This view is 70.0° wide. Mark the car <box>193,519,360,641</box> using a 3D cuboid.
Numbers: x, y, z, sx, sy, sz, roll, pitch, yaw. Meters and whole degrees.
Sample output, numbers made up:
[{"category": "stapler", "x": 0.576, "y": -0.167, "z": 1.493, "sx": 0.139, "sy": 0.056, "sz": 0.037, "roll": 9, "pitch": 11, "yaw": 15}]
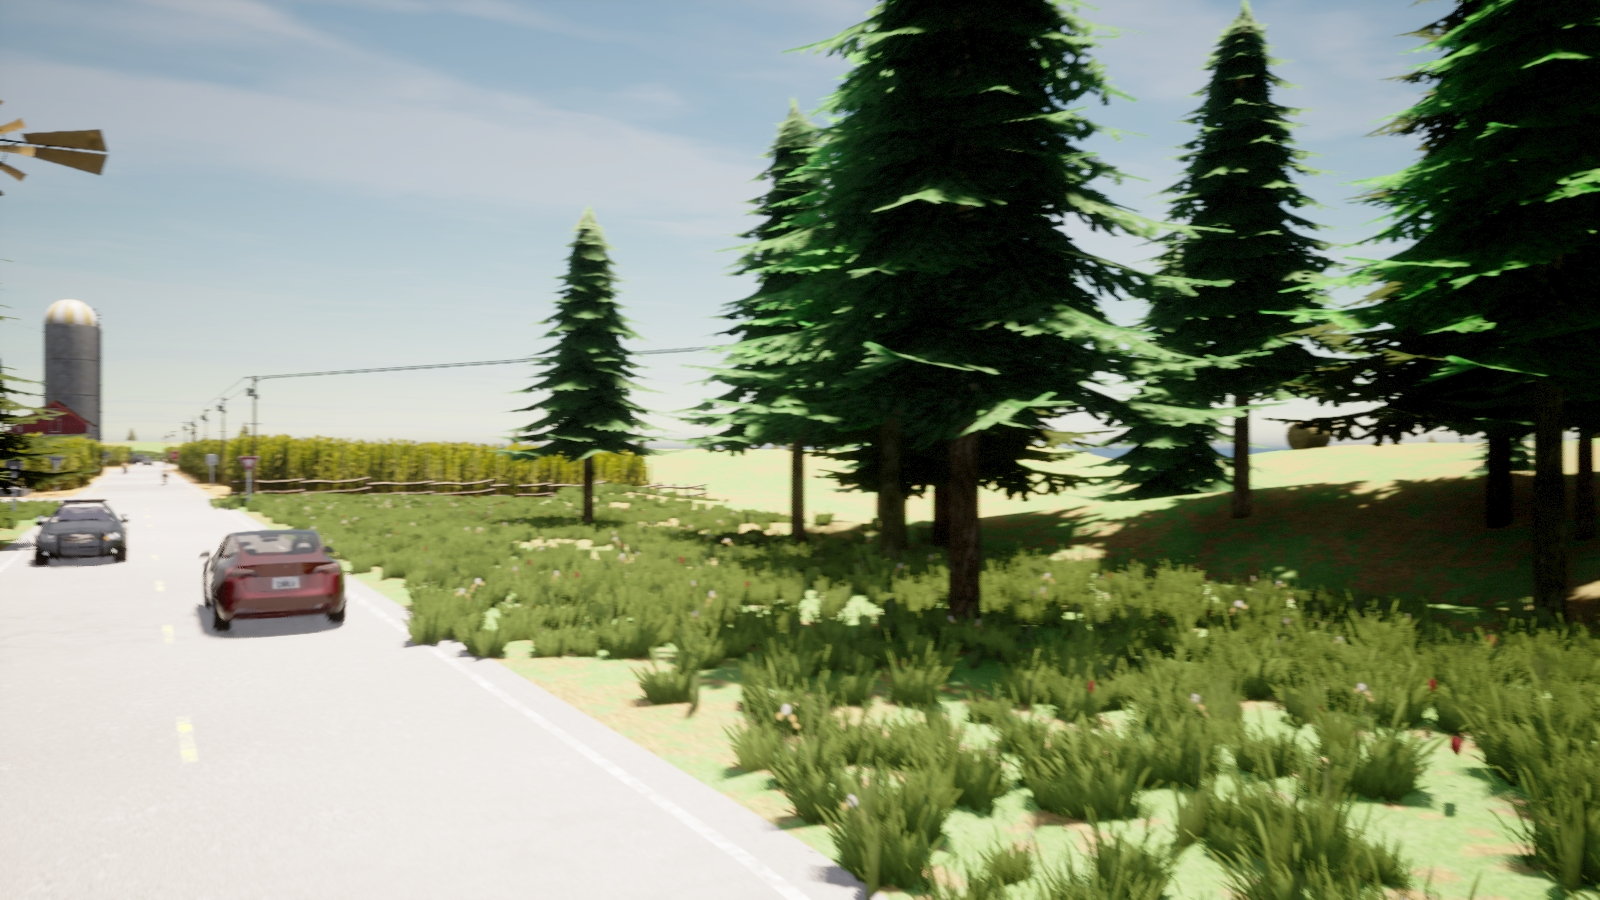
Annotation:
[{"category": "car", "x": -9.029, "y": 2.077, "z": 19.454, "sx": 2.163, "sy": 1.488, "sz": 4.792, "roll": 0, "pitch": 0, "yaw": -30}]

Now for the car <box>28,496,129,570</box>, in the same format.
[{"category": "car", "x": -18.591, "y": 2.068, "z": 29.633, "sx": 2.038, "sy": 1.542, "sz": 4.974, "roll": 0, "pitch": 0, "yaw": -30}]
